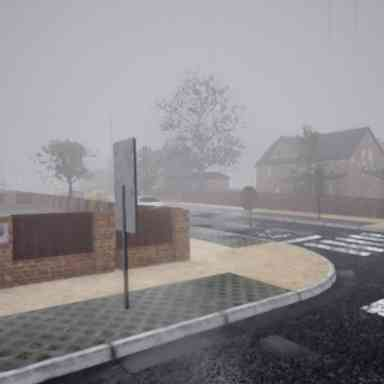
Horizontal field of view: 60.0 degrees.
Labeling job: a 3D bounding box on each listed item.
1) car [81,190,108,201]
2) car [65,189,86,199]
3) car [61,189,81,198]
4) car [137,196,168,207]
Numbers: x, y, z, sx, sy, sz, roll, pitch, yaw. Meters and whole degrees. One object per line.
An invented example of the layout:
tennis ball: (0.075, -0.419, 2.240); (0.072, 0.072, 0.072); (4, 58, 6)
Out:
car: (-12.861, 0.483, 44.784); (1.882, 1.535, 5.008); (-2, 2, -34)
car: (-18.616, 0.321, 53.087); (1.837, 1.490, 4.892); (-2, 2, -34)
car: (-16.209, 0.545, 44.671); (2.128, 1.511, 4.902); (-2, 2, -34)
car: (-3.569, 1.022, 26.145); (1.812, 1.442, 4.674); (-2, 2, -34)
